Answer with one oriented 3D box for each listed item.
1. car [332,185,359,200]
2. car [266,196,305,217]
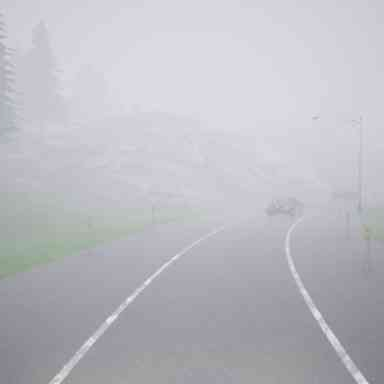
[{"bbox_3d":[18.752,-0.025,40.597,2.097,1.767,4.553,1,4,41],"label":"car"},{"bbox_3d":[7.074,1.013,24.924,2.033,1.411,5.357,0,2,29],"label":"car"}]
